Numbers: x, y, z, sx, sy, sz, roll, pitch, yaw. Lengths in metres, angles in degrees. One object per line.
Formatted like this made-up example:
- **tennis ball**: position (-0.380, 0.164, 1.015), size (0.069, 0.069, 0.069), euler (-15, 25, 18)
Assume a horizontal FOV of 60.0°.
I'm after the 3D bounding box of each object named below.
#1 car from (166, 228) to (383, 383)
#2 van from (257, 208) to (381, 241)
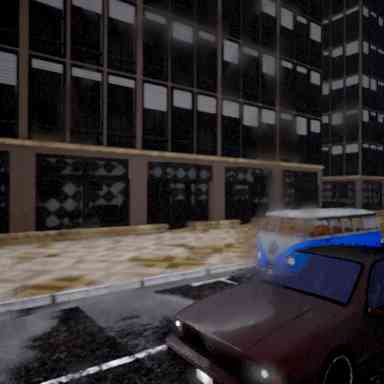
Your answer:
- **car**: position (2.293, 1.555, 5.019), size (5.357, 1.411, 2.033), euler (0, 0, -36)
- **van**: position (3.517, 1.354, 9.075), size (3.998, 1.788, 1.690), euler (0, 0, -36)
